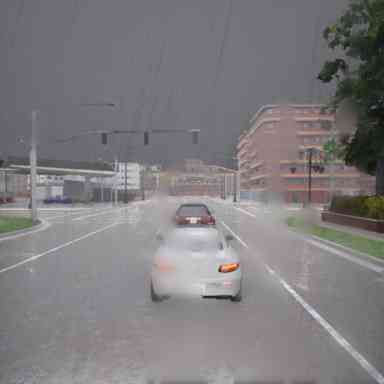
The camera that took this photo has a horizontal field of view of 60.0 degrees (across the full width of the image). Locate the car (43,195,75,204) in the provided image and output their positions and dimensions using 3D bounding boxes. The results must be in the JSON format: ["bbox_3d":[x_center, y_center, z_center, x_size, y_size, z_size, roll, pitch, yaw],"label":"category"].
[{"bbox_3d":[-23.439,1.295,57.868,4.611,1.667,2.242,0,0,1],"label":"car"}]

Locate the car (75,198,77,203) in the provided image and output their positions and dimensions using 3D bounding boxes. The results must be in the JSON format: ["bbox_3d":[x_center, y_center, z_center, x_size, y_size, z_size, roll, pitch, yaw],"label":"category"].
[{"bbox_3d":[-24.169,1.455,63.617,3.806,1.475,1.970,0,0,1],"label":"car"}]

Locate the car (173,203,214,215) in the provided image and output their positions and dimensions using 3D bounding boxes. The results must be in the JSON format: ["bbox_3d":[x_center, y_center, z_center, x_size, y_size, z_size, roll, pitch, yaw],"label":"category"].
[{"bbox_3d":[0.064,1.352,17.160,2.097,1.767,4.553,0,0,0],"label":"car"}]

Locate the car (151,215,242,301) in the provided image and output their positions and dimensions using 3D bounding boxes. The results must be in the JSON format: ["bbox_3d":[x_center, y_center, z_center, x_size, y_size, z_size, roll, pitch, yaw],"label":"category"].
[{"bbox_3d":[0.087,1.526,8.168,1.812,1.442,4.674,0,0,0],"label":"car"}]
